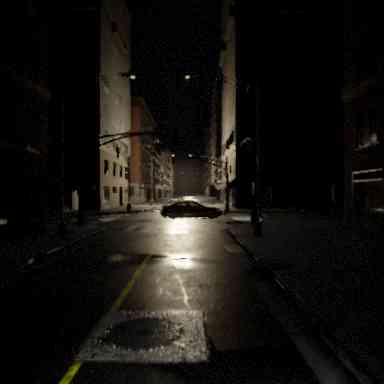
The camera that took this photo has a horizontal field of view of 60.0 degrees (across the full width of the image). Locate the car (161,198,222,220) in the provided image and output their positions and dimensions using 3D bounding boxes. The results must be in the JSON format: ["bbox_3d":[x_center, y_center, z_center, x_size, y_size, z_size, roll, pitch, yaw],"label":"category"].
[{"bbox_3d":[-0.027,1.470,27.257,5.008,1.535,1.882,0,0,0],"label":"car"}]

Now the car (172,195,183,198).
[{"bbox_3d":[-2.986,1.414,61.224,1.812,1.442,4.674,0,0,0],"label":"car"}]

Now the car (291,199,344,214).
[{"bbox_3d":[12.155,1.399,33.016,4.507,1.381,1.887,-1,0,0],"label":"car"}]

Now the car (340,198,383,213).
[{"bbox_3d":[17.477,1.328,32.975,4.829,1.417,1.752,-1,0,0],"label":"car"}]

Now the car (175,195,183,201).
[{"bbox_3d":[-2.959,1.350,76.606,1.812,1.442,4.674,0,0,0],"label":"car"}]

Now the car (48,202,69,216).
[{"bbox_3d":[-14.608,1.669,33.220,4.403,1.369,2.008,-1,0,0],"label":"car"}]
